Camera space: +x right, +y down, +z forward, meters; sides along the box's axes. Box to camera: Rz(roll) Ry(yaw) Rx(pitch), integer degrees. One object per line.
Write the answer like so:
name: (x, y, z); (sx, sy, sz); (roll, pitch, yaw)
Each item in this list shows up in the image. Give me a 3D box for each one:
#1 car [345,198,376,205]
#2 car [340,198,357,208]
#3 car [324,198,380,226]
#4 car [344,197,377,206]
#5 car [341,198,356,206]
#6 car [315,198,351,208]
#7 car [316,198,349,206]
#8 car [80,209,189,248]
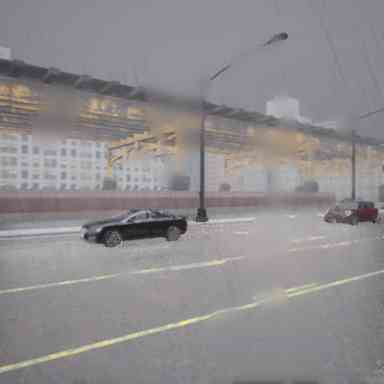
car: (30.263, 1.621, 59.795); (4.536, 1.218, 1.853); (0, 0, -6)
car: (26.336, 1.749, 56.111); (2.038, 1.542, 4.974); (0, 0, 19)
car: (11.947, 1.483, 24.811); (4.553, 1.767, 2.097); (0, 0, -34)
car: (30.313, 1.779, 59.800); (4.974, 1.542, 2.038); (0, 0, -6)
car: (26.353, 1.591, 56.161); (1.853, 1.218, 4.536); (0, 0, 19)
car: (22.543, 1.723, 53.494); (4.974, 1.542, 2.038); (0, 0, 9)
car: (22.493, 1.565, 53.503); (4.536, 1.218, 1.853); (0, 0, 9)
car: (-2.470, 1.525, 15.014); (4.902, 1.511, 2.128); (0, 0, -34)
